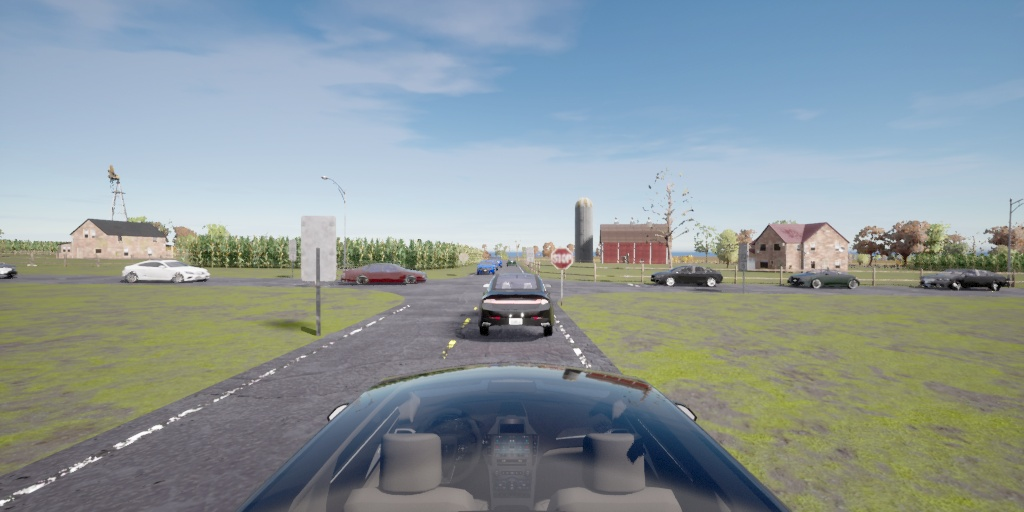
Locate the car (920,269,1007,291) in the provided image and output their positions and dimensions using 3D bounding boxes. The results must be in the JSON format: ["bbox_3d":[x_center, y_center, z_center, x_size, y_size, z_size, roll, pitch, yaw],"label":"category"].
[{"bbox_3d":[32.964,1.707,26.288,4.902,1.511,2.128,1,1,0],"label":"car"}]

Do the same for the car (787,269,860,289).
[{"bbox_3d":[22.719,1.642,26.258,4.181,1.385,1.994,1,1,0],"label":"car"}]

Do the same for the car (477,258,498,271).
[{"bbox_3d":[-2.814,1.247,39.878,1.882,1.535,5.008,0,0,-1],"label":"car"}]

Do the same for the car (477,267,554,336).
[{"bbox_3d":[0.142,1.242,10.388,2.128,1.511,4.902,0,0,1],"label":"car"}]

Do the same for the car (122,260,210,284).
[{"bbox_3d":[-22.291,0.991,23.153,4.674,1.442,1.812,1,1,0],"label":"car"}]

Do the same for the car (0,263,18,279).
[{"bbox_3d":[-35.136,0.763,23.121,4.902,1.511,2.128,1,1,0],"label":"car"}]

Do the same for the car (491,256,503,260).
[{"bbox_3d":[-2.795,1.019,61.914,2.150,2.045,5.566,0,0,1],"label":"car"}]

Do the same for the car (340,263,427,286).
[{"bbox_3d":[-8.462,1.208,24.004,5.357,1.411,2.033,1,1,-12],"label":"car"}]

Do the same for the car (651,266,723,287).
[{"bbox_3d":[12.737,1.444,26.273,4.892,1.490,1.837,1,1,1],"label":"car"}]

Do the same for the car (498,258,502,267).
[{"bbox_3d":[-2.824,1.330,50.505,2.033,1.411,5.357,0,0,0],"label":"car"}]
